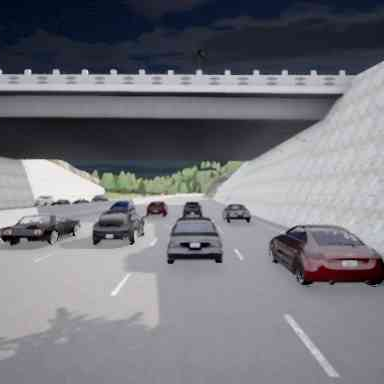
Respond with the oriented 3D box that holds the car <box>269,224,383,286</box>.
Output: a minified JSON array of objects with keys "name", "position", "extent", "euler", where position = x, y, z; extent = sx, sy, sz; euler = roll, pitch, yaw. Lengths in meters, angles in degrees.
[{"name":"car","position":[3.582,1.604,9.556],"extent":[1.994,1.385,4.181],"euler":[0,0,0]}]

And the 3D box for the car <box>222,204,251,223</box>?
[{"name":"car","position":[3.561,1.677,27.158],"extent":[2.033,1.411,5.357],"euler":[0,0,0]}]

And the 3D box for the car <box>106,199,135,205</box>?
[{"name":"car","position":[-6.948,1.667,33.912],"extent":[1.882,1.535,5.008],"euler":[0,0,0]}]

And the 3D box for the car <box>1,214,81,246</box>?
[{"name":"car","position":[-6.921,1.699,15.907],"extent":[1.895,1.301,4.718],"euler":[0,0,0]}]

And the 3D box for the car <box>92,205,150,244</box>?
[{"name":"car","position":[-3.422,1.596,16.209],"extent":[1.837,1.490,4.892],"euler":[0,0,0]}]

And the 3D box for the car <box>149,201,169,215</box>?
[{"name":"car","position":[-3.449,1.659,33.892],"extent":[1.882,1.535,5.008],"euler":[0,0,0]}]

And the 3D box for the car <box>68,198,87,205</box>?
[{"name":"car","position":[-21.114,1.910,63.268],"extent":[2.033,1.411,5.357],"euler":[0,0,0]}]

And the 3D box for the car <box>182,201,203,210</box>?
[{"name":"car","position":[0.053,1.670,32.493],"extent":[1.837,1.490,4.892],"euler":[0,0,0]}]

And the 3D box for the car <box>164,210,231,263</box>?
[{"name":"car","position":[0.084,1.610,12.232],"extent":[2.033,1.411,5.357],"euler":[0,0,0]}]

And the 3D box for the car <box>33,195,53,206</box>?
[{"name":"car","position":[-28.114,1.605,63.451],"extent":[2.150,2.045,5.566],"euler":[0,0,0]}]

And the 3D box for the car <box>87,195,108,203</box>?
[{"name":"car","position":[-17.620,1.583,63.397],"extent":[2.150,2.045,5.566],"euler":[0,0,0]}]

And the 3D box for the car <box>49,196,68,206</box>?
[{"name":"car","position":[-24.613,1.915,63.186],"extent":[2.033,1.411,5.357],"euler":[0,0,0]}]
